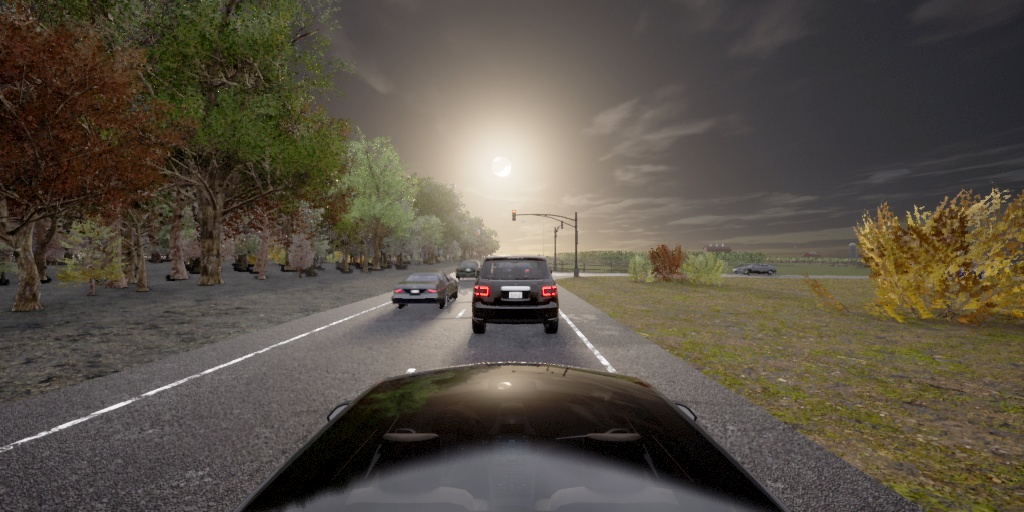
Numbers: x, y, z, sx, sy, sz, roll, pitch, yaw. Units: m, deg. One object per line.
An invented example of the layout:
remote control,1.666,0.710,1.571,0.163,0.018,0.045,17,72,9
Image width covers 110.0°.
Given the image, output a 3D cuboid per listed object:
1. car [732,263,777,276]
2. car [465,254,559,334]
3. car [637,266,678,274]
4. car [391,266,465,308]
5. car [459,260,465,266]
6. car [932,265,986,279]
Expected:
car,29.780,1.625,44.095,4.902,1.511,2.128,0,-1,0
car,0.081,0.974,10.776,2.150,2.045,5.566,0,0,0
car,17.873,1.606,44.147,4.718,1.301,1.895,1,-1,1
car,-3.424,1.301,15.126,2.033,1.411,5.357,0,0,0
car,-3.453,1.108,30.422,2.097,1.767,4.553,0,0,0
car,50.304,1.776,40.412,5.008,1.535,1.882,1,-1,1
